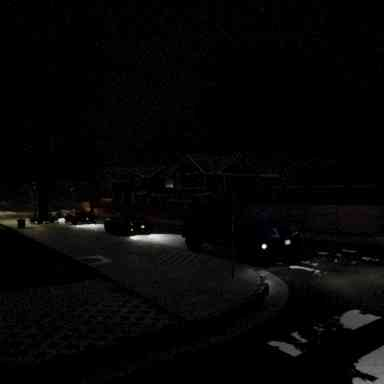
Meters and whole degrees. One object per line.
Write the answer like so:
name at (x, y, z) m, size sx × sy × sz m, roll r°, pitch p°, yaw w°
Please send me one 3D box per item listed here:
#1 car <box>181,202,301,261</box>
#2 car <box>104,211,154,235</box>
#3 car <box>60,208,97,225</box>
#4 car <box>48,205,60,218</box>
car at (1.696, 1.438, 13.707) m, size 2.150 × 2.045 × 5.566 m, roll 0°, pitch -1°, yaw -35°
car at (-4.204, 1.987, 21.932) m, size 1.994 × 1.385 × 4.181 m, roll 0°, pitch -1°, yaw -37°
car at (-10.170, 2.188, 30.291) m, size 1.994 × 1.385 × 4.181 m, roll 0°, pitch -1°, yaw -36°
car at (-17.120, 2.334, 40.063) m, size 2.128 × 1.511 × 4.902 m, roll 0°, pitch -1°, yaw -35°
